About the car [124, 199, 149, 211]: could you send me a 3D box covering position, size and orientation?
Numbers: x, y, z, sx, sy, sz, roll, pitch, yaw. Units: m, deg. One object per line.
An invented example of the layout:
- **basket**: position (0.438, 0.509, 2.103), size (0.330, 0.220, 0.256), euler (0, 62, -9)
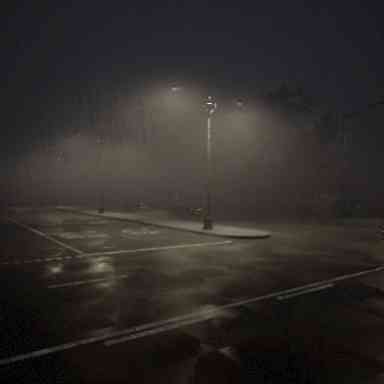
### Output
- **car**: position (-7.788, 1.780, 46.425), size (1.837, 1.490, 4.892), euler (1, -1, -36)

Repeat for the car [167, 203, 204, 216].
- **car**: position (-0.844, 1.877, 36.753), size (1.895, 1.301, 4.718), euler (1, -1, -35)

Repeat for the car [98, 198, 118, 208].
- **car**: position (-13.851, 1.751, 54.853), size (1.882, 1.535, 5.008), euler (1, -1, -36)
